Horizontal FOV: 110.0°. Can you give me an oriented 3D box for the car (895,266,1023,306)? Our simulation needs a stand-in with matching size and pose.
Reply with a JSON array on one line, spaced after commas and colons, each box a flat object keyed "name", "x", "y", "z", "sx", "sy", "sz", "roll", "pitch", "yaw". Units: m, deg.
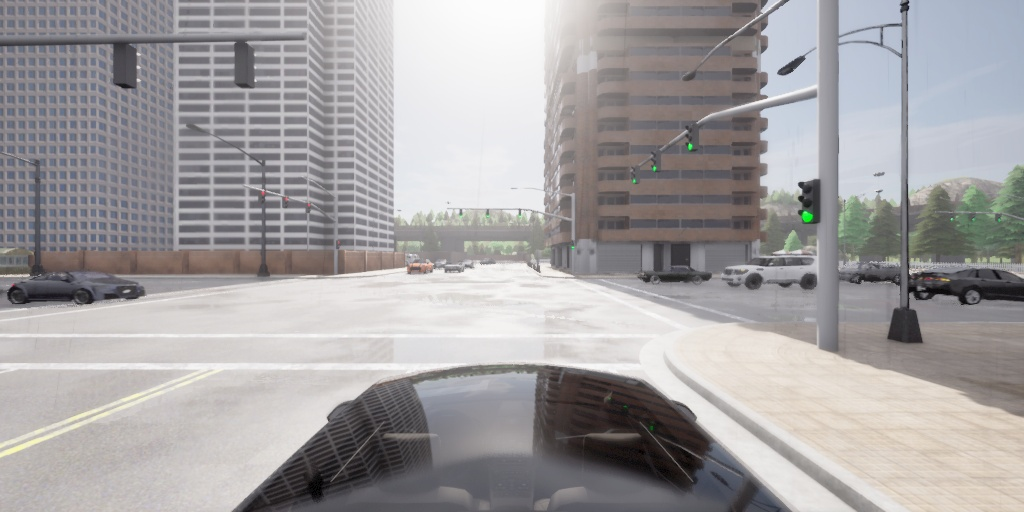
[{"name": "car", "x": 19.800, "y": 1.262, "z": 15.200, "sx": 4.892, "sy": 1.490, "sz": 1.837, "roll": 3, "pitch": 0, "yaw": 0}]

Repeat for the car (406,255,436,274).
[{"name": "car", "x": -10.587, "y": 1.112, "z": 41.523, "sx": 2.097, "sy": 1.767, "sz": 4.553, "roll": 0, "pitch": 0, "yaw": 0}]

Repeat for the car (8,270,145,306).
[{"name": "car", "x": -18.538, "y": 1.317, "z": 15.404, "sx": 4.181, "sy": 1.385, "sz": 1.994, "roll": 0, "pitch": 0, "yaw": 0}]

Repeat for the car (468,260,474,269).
[{"name": "car", "x": -7.076, "y": 1.310, "z": 56.753, "sx": 2.033, "sy": 1.411, "sz": 5.357, "roll": 0, "pitch": 0, "yaw": 0}]

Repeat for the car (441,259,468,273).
[{"name": "car", "x": -7.080, "y": 1.361, "z": 44.386, "sx": 1.895, "sy": 1.301, "sz": 4.718, "roll": 0, "pitch": 0, "yaw": 0}]

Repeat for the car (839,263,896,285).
[{"name": "car", "x": 25.392, "y": 1.249, "z": 25.690, "sx": 4.902, "sy": 1.511, "sz": 2.128, "roll": 0, "pitch": 0, "yaw": 1}]

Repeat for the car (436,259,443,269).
[{"name": "car", "x": -10.583, "y": 1.255, "z": 54.005, "sx": 2.128, "sy": 1.511, "sz": 4.902, "roll": 0, "pitch": 0, "yaw": 0}]

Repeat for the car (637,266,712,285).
[{"name": "car", "x": 11.582, "y": 1.357, "z": 25.868, "sx": 4.718, "sy": 1.301, "sz": 1.895, "roll": 0, "pitch": 0, "yaw": 2}]

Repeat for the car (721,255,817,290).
[{"name": "car", "x": 16.143, "y": 0.976, "z": 22.307, "sx": 5.566, "sy": 2.045, "sz": 2.150, "roll": 0, "pitch": 0, "yaw": 0}]
